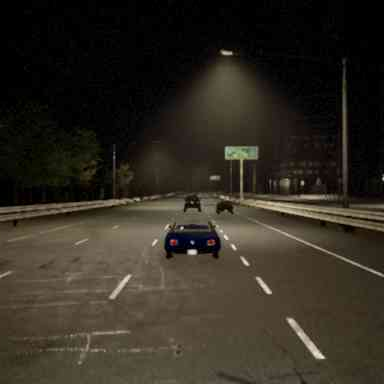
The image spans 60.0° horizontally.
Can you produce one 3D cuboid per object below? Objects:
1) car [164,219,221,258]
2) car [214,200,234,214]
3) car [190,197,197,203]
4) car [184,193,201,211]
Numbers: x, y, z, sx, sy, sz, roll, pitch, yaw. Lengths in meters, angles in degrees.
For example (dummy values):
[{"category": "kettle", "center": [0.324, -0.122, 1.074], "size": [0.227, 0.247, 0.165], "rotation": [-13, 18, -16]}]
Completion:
[{"category": "car", "center": [0.016, 1.686, 13.030], "size": [1.895, 1.301, 4.718], "rotation": [0, 0, 0]}, {"category": "car", "center": [3.642, 1.737, 38.129], "size": [1.837, 1.490, 4.892], "rotation": [0, 0, 0]}, {"category": "car", "center": [0.362, 1.879, 80.706], "size": [1.812, 1.442, 4.674], "rotation": [0, 0, 1]}, {"category": "car", "center": [0.065, 1.487, 44.671], "size": [2.150, 2.045, 5.566], "rotation": [0, 0, 0]}]
